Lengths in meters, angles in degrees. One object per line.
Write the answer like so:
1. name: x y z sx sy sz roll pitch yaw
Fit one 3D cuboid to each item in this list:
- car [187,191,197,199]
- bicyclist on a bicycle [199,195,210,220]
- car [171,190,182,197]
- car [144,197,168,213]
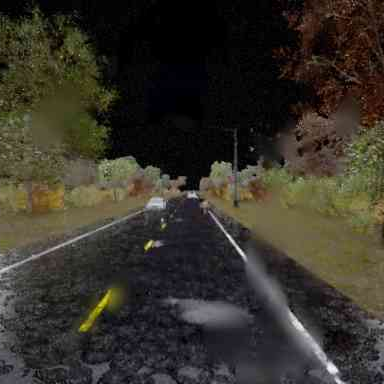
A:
1. car: 0.018 0.692 79.756 2.150 2.045 5.566 0 0 0
2. bicyclist on a bicycle: 0.976 1.253 24.974 0.866 1.612 1.509 0 0 0
3. car: -3.483 0.627 75.266 2.150 2.045 5.566 0 0 0
4. car: -3.571 1.279 33.906 1.812 1.442 4.674 0 0 0
